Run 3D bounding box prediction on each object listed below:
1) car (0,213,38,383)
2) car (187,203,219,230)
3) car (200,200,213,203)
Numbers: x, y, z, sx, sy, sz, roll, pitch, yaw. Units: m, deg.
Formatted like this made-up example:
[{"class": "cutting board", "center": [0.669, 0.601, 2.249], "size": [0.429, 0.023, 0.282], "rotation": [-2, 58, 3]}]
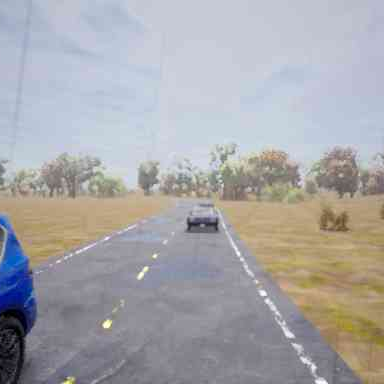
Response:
[{"class": "car", "center": [-3.062, 1.221, 2.007], "size": [2.150, 2.045, 5.566], "rotation": [0, 0, 1]}, {"class": "car", "center": [0.724, 1.633, 21.332], "size": [1.895, 1.301, 4.718], "rotation": [0, 0, 3]}, {"class": "car", "center": [1.697, 1.607, 39.792], "size": [2.033, 1.411, 5.357], "rotation": [0, 0, 2]}]
